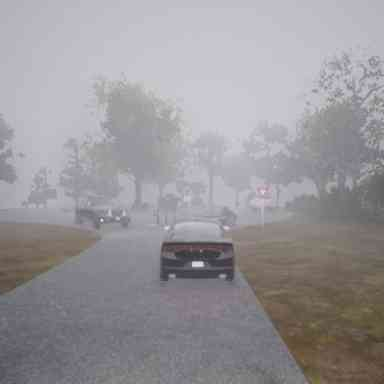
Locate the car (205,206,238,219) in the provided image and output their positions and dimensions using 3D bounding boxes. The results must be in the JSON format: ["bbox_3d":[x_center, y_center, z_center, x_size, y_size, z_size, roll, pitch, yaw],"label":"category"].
[{"bbox_3d":[1.601,1.566,21.157,2.033,1.411,5.357,0,0,18],"label":"car"}]

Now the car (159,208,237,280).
[{"bbox_3d":[0.143,1.486,10.031,1.882,1.535,5.008,0,0,0],"label":"car"}]

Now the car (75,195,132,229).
[{"bbox_3d":[-6.034,1.240,22.092,2.150,2.045,5.566,1,-1,-36],"label":"car"}]

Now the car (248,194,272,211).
[{"bbox_3d":[8.430,1.258,41.377,2.150,2.045,5.566,1,0,0],"label":"car"}]
